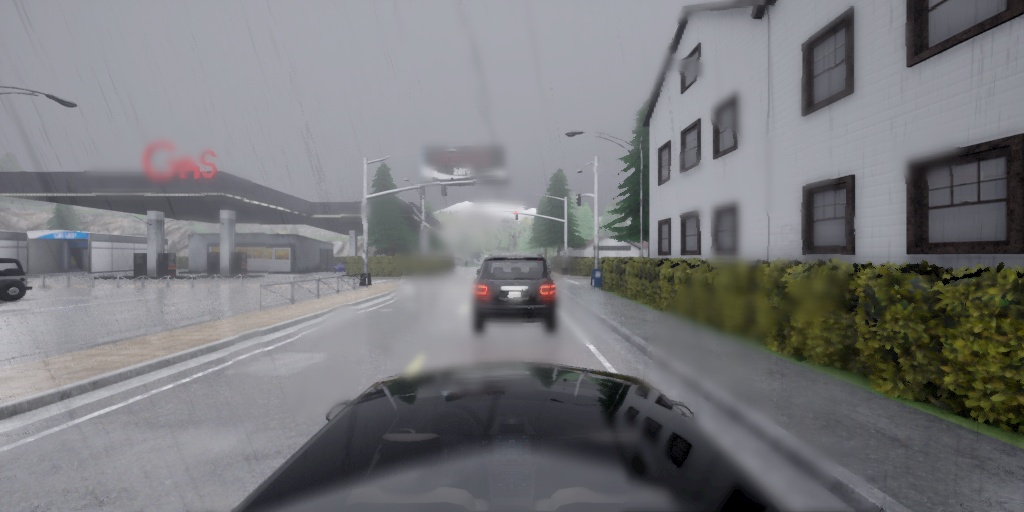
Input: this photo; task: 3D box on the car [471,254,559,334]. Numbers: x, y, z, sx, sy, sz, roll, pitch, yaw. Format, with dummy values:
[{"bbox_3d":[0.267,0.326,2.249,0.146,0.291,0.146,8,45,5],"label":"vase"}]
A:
[{"bbox_3d":[0.084,0.971,10.789,2.150,2.045,5.566,0,0,0],"label":"car"}]
